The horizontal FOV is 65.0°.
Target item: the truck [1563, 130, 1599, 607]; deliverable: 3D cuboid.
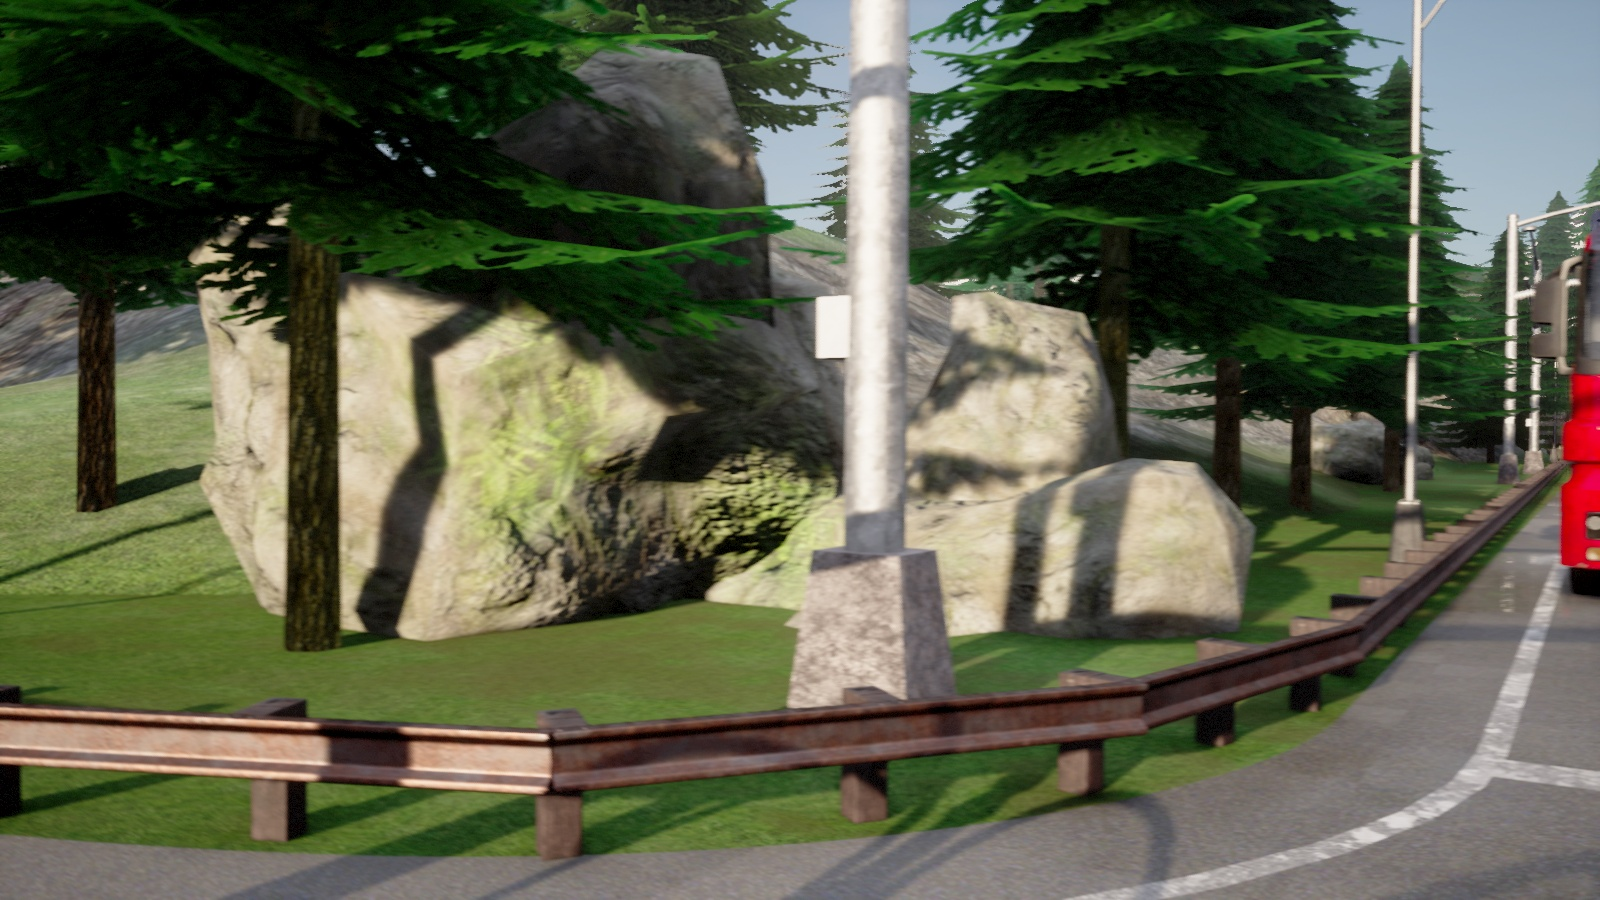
[{"bbox_3d":[9.719,-0.727,12.987,2.891,3.827,8.468,0,1,33],"label":"truck"}]
